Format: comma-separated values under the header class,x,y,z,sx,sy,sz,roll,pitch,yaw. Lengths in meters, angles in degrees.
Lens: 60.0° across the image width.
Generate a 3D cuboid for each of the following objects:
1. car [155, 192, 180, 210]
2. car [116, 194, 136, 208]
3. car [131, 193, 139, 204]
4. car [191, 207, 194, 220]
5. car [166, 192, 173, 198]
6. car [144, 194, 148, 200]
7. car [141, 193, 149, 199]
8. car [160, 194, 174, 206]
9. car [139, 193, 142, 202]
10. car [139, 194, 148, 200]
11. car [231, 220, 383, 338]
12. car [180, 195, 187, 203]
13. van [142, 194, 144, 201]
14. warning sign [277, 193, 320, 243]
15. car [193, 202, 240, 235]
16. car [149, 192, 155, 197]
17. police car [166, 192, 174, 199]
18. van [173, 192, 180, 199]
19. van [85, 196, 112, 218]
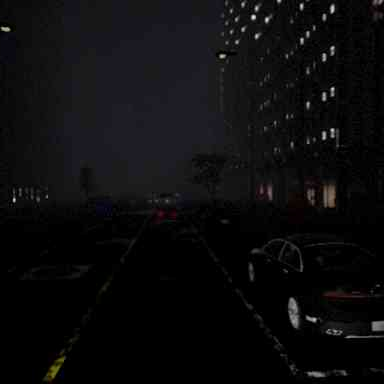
class,x,y,z,sx,sy,sz,roll,pitch,yaw
car,-2.816,0.982,38.146,2.150,2.045,5.566,-1,0,-4
car,-9.169,1.343,45.058,2.008,1.369,4.403,-2,0,-4
car,-9.598,1.288,50.497,1.752,1.417,4.829,-2,0,-4
car,0.948,1.383,23.283,1.947,1.339,4.313,-2,0,-4
car,-6.291,0.831,92.526,2.097,1.767,4.553,-1,0,-4
car,-11.372,1.193,73.096,1.887,1.381,4.507,-2,0,-4
car,-12.694,1.121,89.920,2.008,1.369,4.403,-2,0,-4
car,-3.668,1.179,49.037,1.882,1.535,5.008,-1,1,-4
car,-10.051,1.278,56.274,1.887,1.381,4.507,-2,0,-4
car,-12.253,1.146,84.313,2.008,1.369,4.403,-2,0,-4
car,2.269,1.475,6.459,2.008,1.369,4.403,-2,1,-4
car,-1.696,1.211,56.930,1.802,1.307,4.206,-2,0,-4
van,-10.497,1.046,61.879,1.690,1.788,3.998,-2,0,-4
warning sign,4.153,0.968,13.095,1.300,1.860,1.060,0,1,-5
car,1.388,1.418,17.676,1.947,1.339,4.313,-2,0,-4
car,-9.068,0.706,78.185,1.837,1.490,4.892,-1,0,-4
police car,-5.507,0.949,82.695,1.930,1.638,5.238,-1,0,-4
van,-4.347,0.807,90.575,1.690,1.788,3.998,-2,0,-4
van,-7.853,1.229,28.233,1.690,1.788,3.998,-2,0,-4
